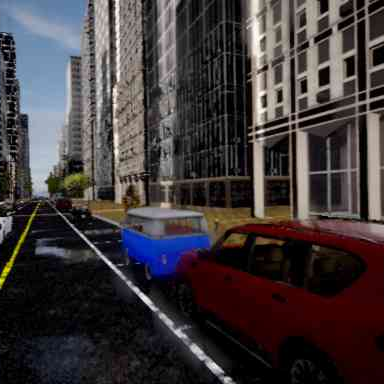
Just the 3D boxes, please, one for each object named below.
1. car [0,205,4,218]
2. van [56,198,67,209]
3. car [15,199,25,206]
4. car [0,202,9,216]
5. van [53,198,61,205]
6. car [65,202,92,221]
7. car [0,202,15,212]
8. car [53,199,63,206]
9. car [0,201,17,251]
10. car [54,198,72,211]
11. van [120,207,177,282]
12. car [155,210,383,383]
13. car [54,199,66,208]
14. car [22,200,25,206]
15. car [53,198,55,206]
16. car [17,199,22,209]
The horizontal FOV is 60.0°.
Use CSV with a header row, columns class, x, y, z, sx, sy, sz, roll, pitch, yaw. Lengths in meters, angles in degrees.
class,x,y,z,sx,sy,sz,roll,pitch,yaw
car,-22.534,2.214,37.516,1.802,1.307,4.206,-2,0,-24
van,-24.201,2.069,61.689,1.690,1.788,3.998,-2,0,-24
car,-43.471,2.680,84.186,1.967,1.590,4.097,-2,0,-24
car,-24.864,2.140,42.701,1.967,1.590,4.097,-2,0,-24
van,-33.505,2.338,82.430,1.690,1.788,3.998,-2,0,-24
car,-10.239,1.870,30.575,2.008,1.369,4.403,-2,0,-24
car,-29.444,2.359,52.918,1.752,1.417,4.829,-2,0,-24
car,-31.176,2.370,77.245,1.967,1.590,4.097,-2,0,-24
car,-9.573,1.486,15.184,2.150,2.045,5.566,-1,0,-24
car,-19.551,1.907,51.318,2.192,1.841,5.009,-2,0,-24
van,-0.943,1.388,9.833,1.690,1.788,3.998,-2,0,-24
car,1.382,1.293,4.648,2.192,1.841,5.009,-2,0,-24
car,-26.524,2.235,66.875,1.967,1.590,4.097,-2,0,-24
car,-38.816,2.657,73.815,2.008,1.369,4.403,-2,0,-24
car,-21.877,1.975,56.504,2.192,1.841,5.009,-2,0,-24
car,-34.164,2.537,63.444,1.947,1.339,4.313,-2,0,-24
